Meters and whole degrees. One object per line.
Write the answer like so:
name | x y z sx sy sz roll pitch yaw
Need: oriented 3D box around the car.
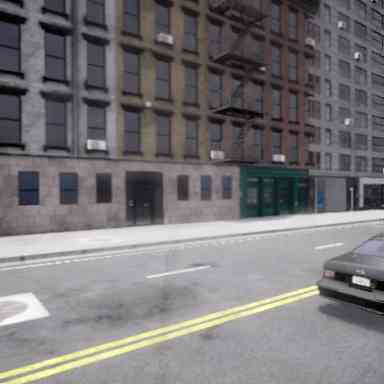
car | 4.875 1.517 6.982 5.357 1.411 2.033 0 0 -35
